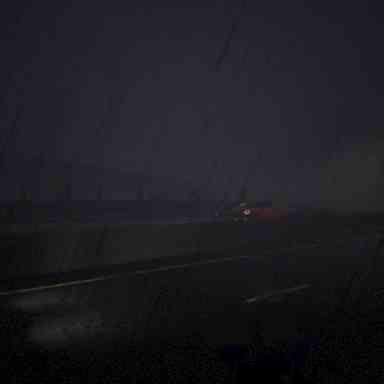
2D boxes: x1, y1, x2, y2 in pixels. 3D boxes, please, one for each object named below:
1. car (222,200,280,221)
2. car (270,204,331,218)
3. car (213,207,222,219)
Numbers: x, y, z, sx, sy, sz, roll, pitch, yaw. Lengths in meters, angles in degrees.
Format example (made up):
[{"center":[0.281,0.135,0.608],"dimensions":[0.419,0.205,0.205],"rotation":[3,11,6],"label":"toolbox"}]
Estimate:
[{"center":[4.874,1.408,24.595],"dimensions":[4.553,1.767,2.097],"rotation":[1,-1,-35],"label":"car"},{"center":[7.760,1.680,22.340],"dimensions":[4.718,1.301,1.895],"rotation":[2,-1,-35],"label":"car"},{"center":[3.980,1.581,28.238],"dimensions":[4.902,1.511,2.128],"rotation":[2,-1,-35],"label":"car"}]
